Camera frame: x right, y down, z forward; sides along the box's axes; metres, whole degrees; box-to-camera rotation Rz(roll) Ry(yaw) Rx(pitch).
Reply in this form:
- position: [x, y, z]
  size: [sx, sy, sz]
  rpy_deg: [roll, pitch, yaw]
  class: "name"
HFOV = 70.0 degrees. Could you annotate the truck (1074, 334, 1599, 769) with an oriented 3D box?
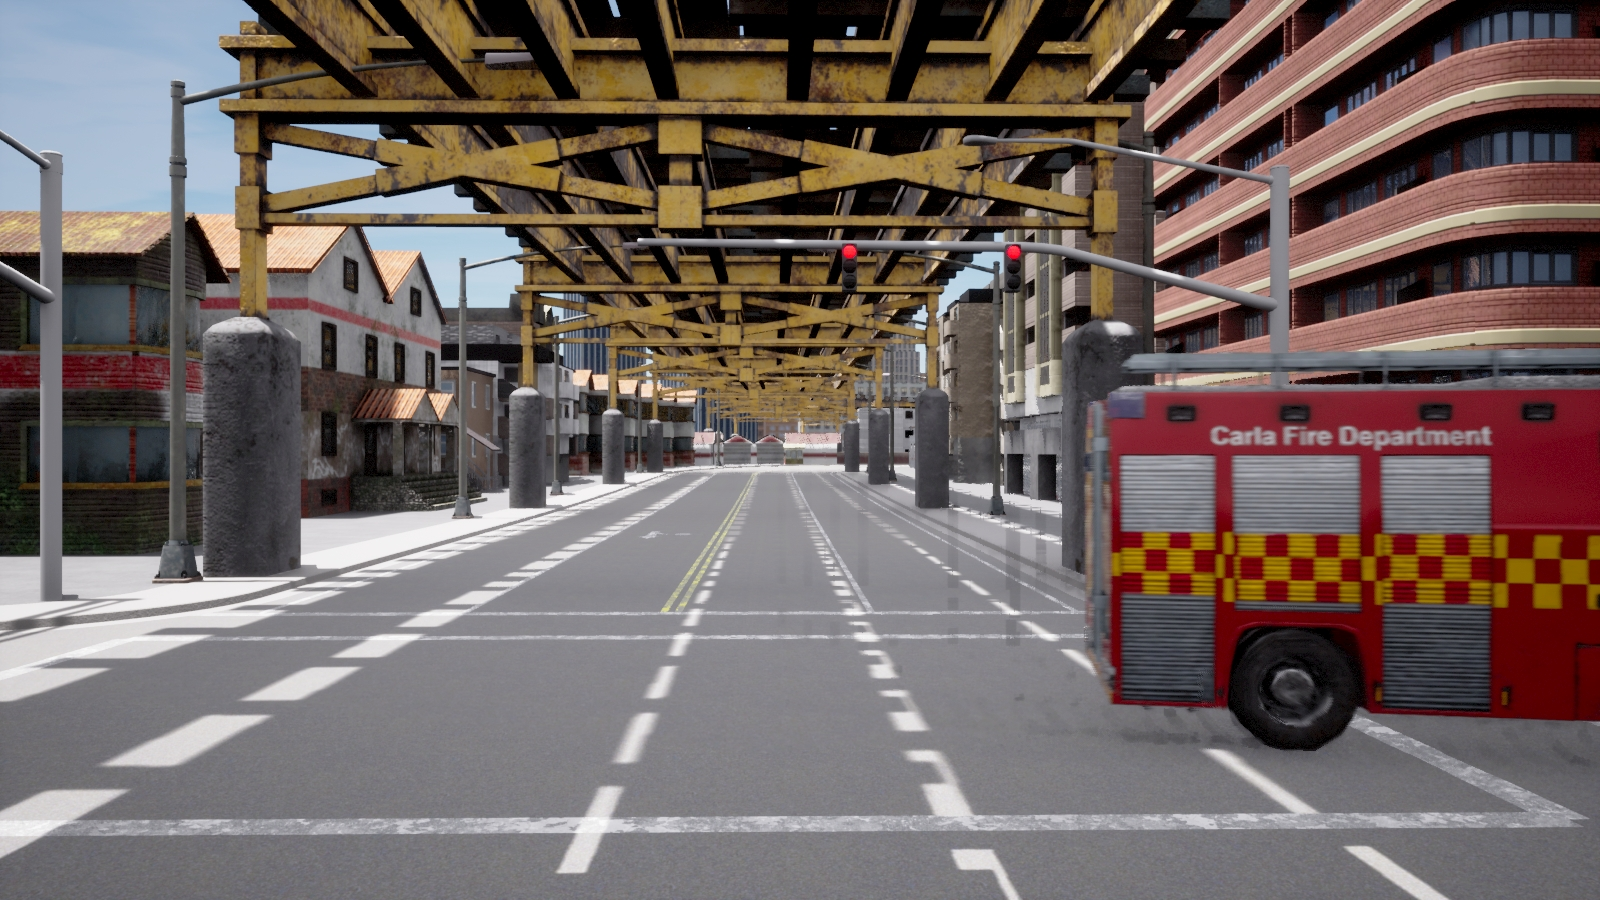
- position: [7.202, 0.890, 11.482]
  size: [8.468, 3.827, 2.891]
  rpy_deg: [0, 0, 9]
  class: "truck"
